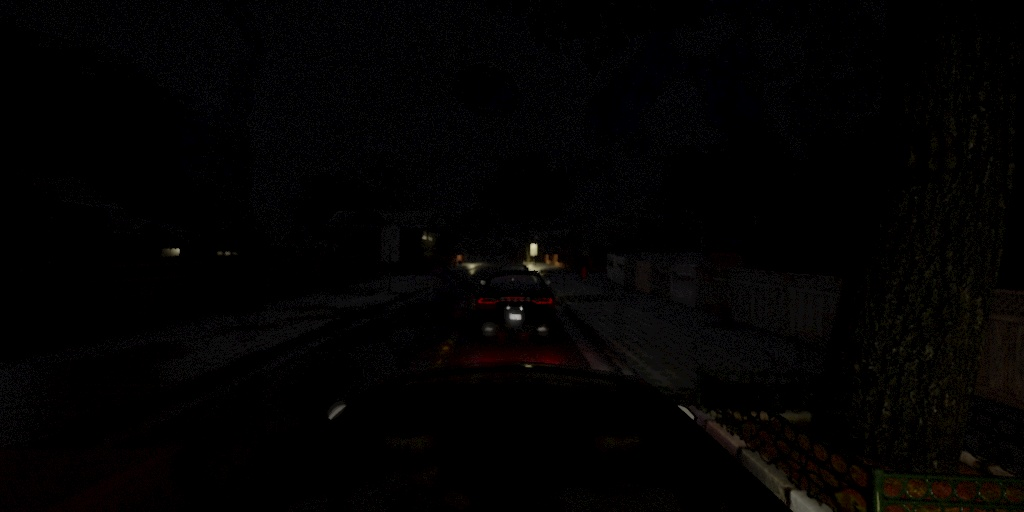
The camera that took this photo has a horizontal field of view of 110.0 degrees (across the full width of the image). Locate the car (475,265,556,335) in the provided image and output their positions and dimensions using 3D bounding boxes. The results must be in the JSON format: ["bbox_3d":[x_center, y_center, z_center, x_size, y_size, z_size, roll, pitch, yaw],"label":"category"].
[{"bbox_3d":[0.094,1.111,10.072,1.882,1.535,5.008,0,1,0],"label":"car"}]
